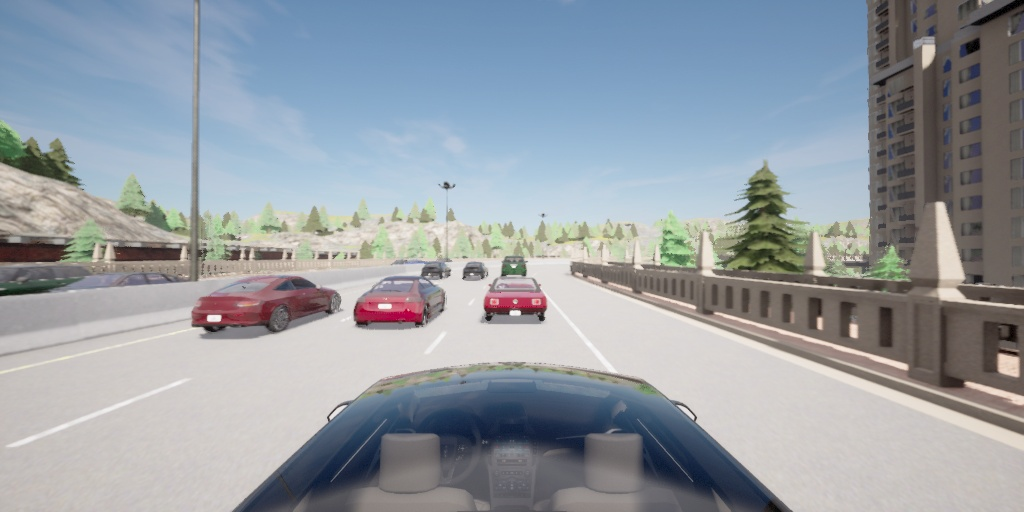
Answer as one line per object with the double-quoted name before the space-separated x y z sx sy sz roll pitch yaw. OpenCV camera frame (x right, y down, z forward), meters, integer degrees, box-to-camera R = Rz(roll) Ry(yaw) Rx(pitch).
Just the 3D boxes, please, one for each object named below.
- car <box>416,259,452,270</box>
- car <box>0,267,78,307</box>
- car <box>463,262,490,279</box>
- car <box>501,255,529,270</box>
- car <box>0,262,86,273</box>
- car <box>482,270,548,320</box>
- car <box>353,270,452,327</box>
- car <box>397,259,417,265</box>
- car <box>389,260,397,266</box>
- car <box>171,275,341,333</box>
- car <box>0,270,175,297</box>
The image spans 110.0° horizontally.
"car" -6.676 1.259 32.091 1.837 1.490 4.892 0 0 3
"car" -21.090 1.258 14.230 1.837 1.490 4.892 0 0 0
"car" -3.178 1.257 32.085 1.837 1.490 4.892 0 0 3
"car" 0.271 0.973 31.578 2.150 2.045 5.566 0 0 3
"car" -17.592 1.104 12.628 2.097 1.767 4.553 0 0 0
"car" 0.100 1.353 12.551 1.895 1.301 4.718 0 0 0
"car" -3.401 1.316 11.596 1.994 1.385 4.181 0 0 0
"car" -14.335 1.250 52.571 1.882 1.535 5.008 0 0 14
"car" -17.159 1.287 55.572 1.837 1.490 4.892 0 0 15
"car" -6.900 1.278 10.610 1.812 1.442 4.674 0 0 0
"car" -14.101 1.300 13.029 2.033 1.411 5.357 0 0 0
